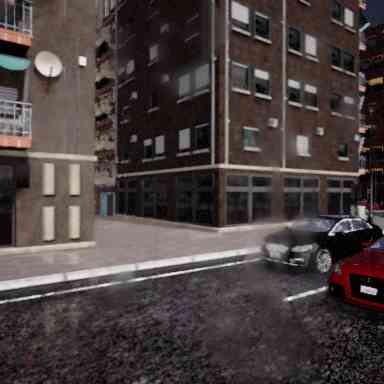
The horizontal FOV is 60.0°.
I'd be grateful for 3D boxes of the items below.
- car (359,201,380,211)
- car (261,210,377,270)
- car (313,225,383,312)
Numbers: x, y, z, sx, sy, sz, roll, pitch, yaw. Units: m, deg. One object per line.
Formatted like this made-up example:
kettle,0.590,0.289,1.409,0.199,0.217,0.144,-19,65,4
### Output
car,21.906,1.907,43.249,1.887,1.381,4.507,-1,0,-36
car,4.321,1.510,10.753,4.902,1.511,2.128,0,0,-35
car,4.772,1.579,7.085,4.181,1.385,1.994,0,0,-35
